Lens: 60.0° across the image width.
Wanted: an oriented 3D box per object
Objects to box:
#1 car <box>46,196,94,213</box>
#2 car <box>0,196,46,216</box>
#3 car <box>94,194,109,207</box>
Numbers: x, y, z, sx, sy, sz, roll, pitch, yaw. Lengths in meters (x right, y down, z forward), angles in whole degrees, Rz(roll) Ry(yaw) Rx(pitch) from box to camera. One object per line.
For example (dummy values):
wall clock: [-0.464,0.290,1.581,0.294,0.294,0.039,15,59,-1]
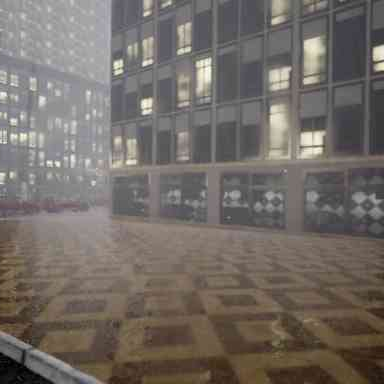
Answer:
car: [-13.599,1.334,35.726,2.192,1.841,5.009,1,0,39]
car: [-16.984,1.323,31.318,2.192,1.841,5.009,1,0,39]
car: [-12.856,1.240,49.339,2.192,1.841,5.009,1,0,39]
